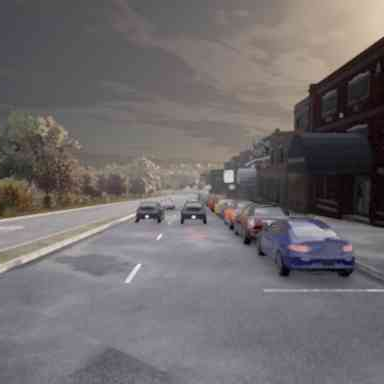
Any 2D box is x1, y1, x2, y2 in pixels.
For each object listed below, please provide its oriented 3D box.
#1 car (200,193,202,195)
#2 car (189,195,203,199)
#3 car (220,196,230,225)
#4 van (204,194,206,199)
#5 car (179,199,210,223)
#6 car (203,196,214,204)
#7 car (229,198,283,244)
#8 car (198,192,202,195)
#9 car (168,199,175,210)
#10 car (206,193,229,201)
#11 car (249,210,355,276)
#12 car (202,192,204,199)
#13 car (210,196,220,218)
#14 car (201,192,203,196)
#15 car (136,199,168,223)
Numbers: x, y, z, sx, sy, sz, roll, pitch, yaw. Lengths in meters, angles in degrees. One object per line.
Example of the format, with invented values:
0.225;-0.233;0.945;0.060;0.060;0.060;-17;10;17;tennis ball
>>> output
3.264;1.425;70.965;2.231;1.521;4.892;0;0;0;car
0.124;1.492;42.602;1.812;1.442;4.674;0;0;0;car
3.237;1.337;21.340;2.185;1.767;4.553;0;0;0;car
3.253;1.215;49.113;1.878;1.987;4.442;0;0;0;van
0.115;1.483;25.164;1.837;1.490;4.892;0;0;0;car
3.262;1.468;65.444;2.002;1.452;4.674;0;0;0;car
3.234;1.342;15.814;2.185;1.767;4.553;0;0;0;car
3.269;1.412;82.207;1.946;1.575;5.366;0;0;0;car
-3.126;1.567;42.531;1.895;1.301;4.718;0;0;0;car
3.246;1.198;37.849;2.435;2.045;5.566;0;0;0;car
3.231;1.512;10.193;2.002;1.452;4.674;0;0;0;car
3.256;1.311;54.490;2.185;1.767;4.553;0;0;0;car
3.244;1.454;32.416;2.097;1.535;5.008;0;0;0;car
3.259;1.307;60.015;2.185;1.767;4.553;0;0;0;car
-3.135;1.483;25.619;1.837;1.490;4.892;0;0;0;car
